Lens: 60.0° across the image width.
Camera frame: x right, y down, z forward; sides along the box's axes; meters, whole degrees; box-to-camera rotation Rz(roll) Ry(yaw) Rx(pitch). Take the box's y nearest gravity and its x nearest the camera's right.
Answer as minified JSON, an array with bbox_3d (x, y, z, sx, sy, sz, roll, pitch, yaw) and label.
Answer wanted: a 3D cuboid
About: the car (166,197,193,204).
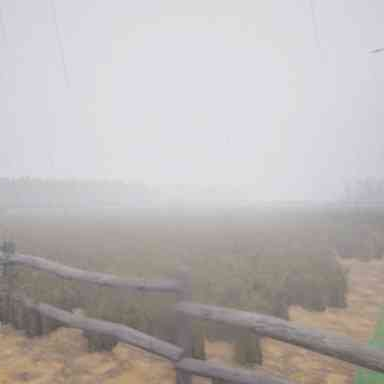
[{"bbox_3d":[-1.739,1.497,47.964,2.128,1.511,4.902,0,0,36],"label":"car"}]

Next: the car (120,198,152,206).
[{"bbox_3d":[-7.618,1.552,45.129,2.033,1.411,5.357,0,0,36],"label":"car"}]
